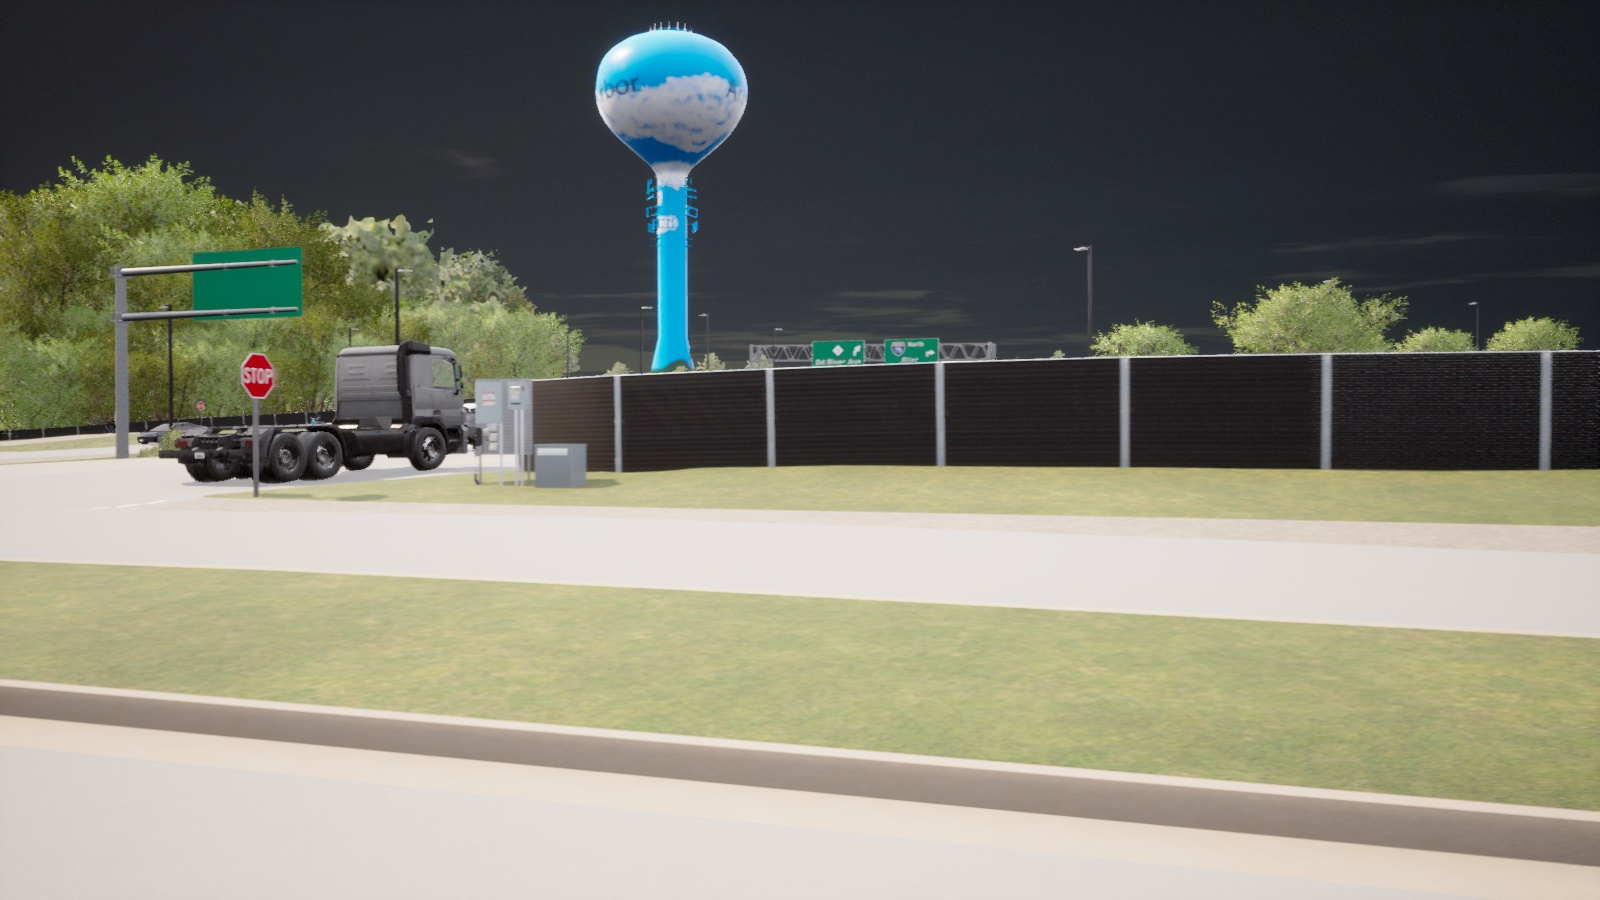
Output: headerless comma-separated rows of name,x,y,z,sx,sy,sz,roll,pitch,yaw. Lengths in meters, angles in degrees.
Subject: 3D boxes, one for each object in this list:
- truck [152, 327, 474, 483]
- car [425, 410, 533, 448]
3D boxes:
truck,-12.044,-1.163,32.098,2.891,3.462,7.936,0,2,23
car,-13.494,-0.911,53.142,2.128,1.511,4.902,0,2,18
